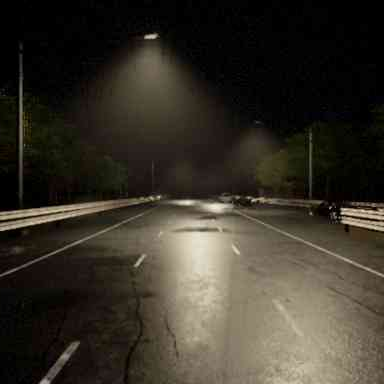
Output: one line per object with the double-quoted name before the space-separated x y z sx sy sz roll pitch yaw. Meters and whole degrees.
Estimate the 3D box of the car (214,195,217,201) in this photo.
"car" 7.060 1.500 89.698 2.097 1.767 4.553 0 0 0

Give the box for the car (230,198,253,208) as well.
"car" 7.609 1.587 49.680 1.812 1.442 4.674 0 0 -8

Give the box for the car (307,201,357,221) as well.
"car" 12.168 1.558 29.227 1.837 1.490 4.892 -1 0 -18

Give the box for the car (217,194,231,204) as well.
"car" 7.020 1.339 69.777 2.150 2.045 5.566 0 0 0
